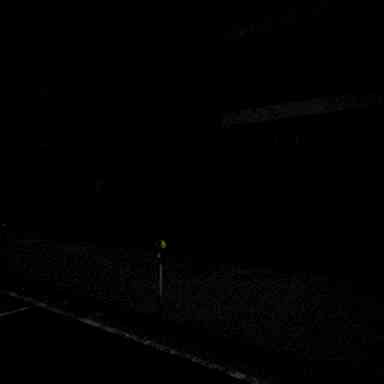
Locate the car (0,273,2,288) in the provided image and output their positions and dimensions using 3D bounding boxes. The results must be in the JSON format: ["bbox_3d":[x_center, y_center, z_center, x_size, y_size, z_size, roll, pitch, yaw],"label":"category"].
[{"bbox_3d":[-6.073,1.440,7.412,4.097,1.590,1.967,0,0,36],"label":"car"}]
